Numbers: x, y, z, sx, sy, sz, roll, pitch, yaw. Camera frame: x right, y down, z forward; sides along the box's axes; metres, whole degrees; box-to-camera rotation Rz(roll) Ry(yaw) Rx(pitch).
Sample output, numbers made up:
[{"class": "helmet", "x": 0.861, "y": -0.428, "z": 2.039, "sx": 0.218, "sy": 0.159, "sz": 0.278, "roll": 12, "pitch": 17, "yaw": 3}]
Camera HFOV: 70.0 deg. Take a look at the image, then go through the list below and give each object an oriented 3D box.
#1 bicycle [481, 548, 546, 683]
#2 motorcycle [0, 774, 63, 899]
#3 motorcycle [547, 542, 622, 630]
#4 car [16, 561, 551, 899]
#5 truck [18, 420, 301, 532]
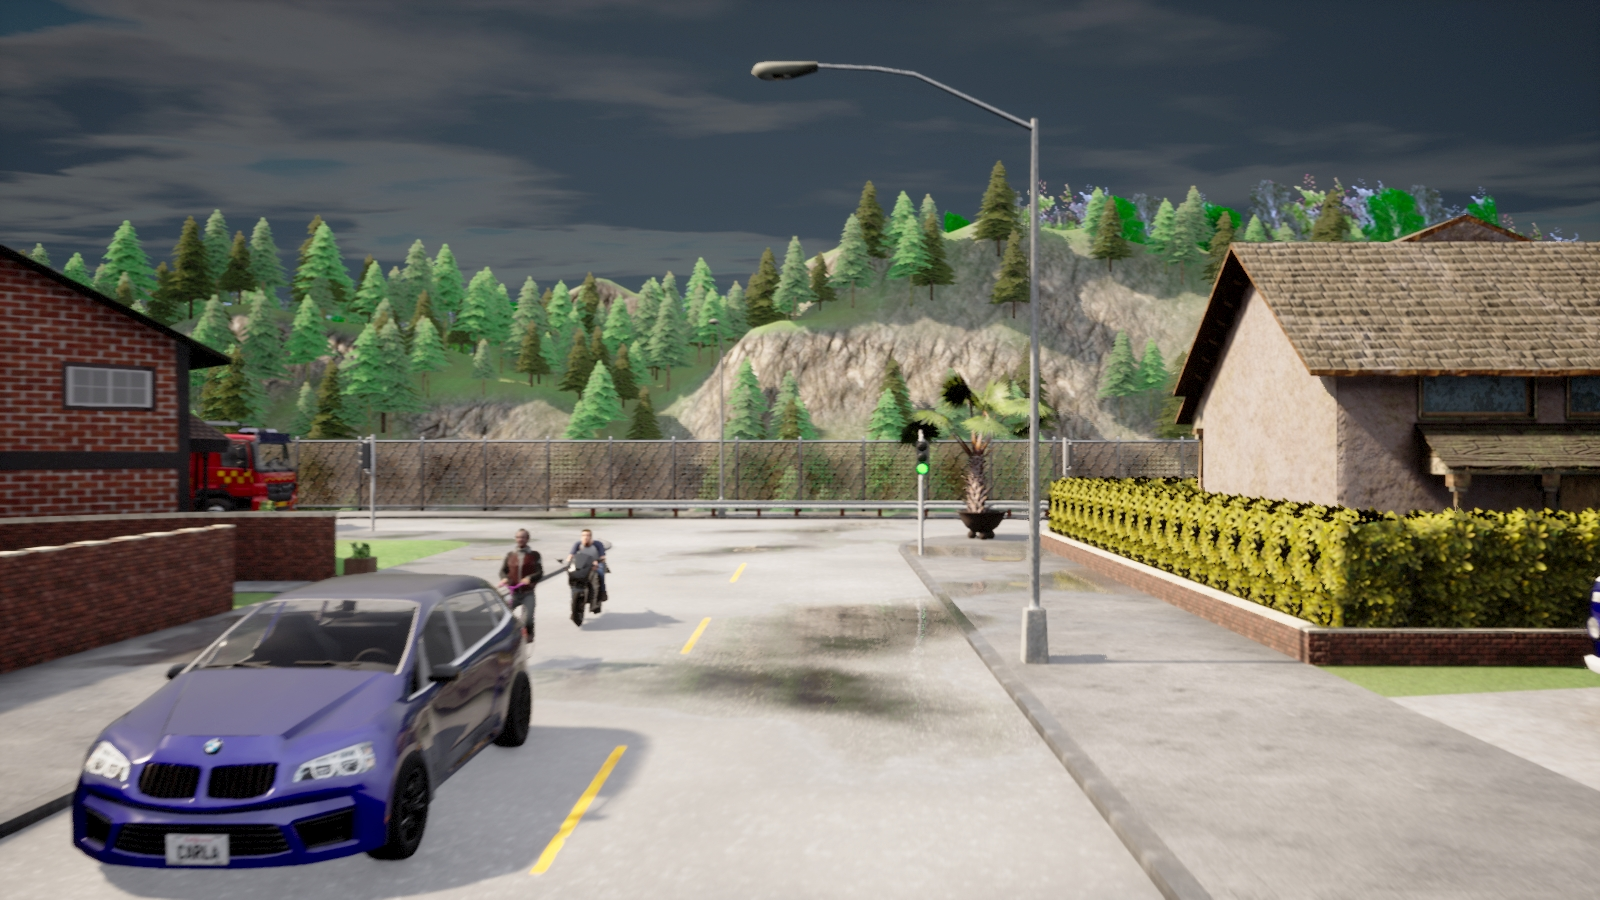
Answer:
[{"class": "bicycle", "x": -3.633, "y": 2.059, "z": 14.587, "sx": 0.329, "sy": 1.471, "sz": 1.835, "roll": 0, "pitch": 0, "yaw": 1}, {"class": "motorcycle", "x": -3.807, "y": 2.140, "z": 4.322, "sx": 0.856, "sy": 1.316, "sz": 1.805, "roll": 0, "pitch": 0, "yaw": 1}, {"class": "motorcycle", "x": -3.487, "y": 2.185, "z": 18.677, "sx": 0.803, "sy": 1.199, "sz": 2.033, "roll": 0, "pitch": 0, "yaw": 2}, {"class": "car", "x": -3.700, "y": 1.966, "z": 9.370, "sx": 2.242, "sy": 1.667, "sz": 4.611, "roll": 0, "pitch": 0, "yaw": 1}, {"class": "truck", "x": -22.542, "y": 0.882, "z": 40.507, "sx": 8.468, "sy": 3.827, "sz": 2.891, "roll": 0, "pitch": 0, "yaw": 1}]
